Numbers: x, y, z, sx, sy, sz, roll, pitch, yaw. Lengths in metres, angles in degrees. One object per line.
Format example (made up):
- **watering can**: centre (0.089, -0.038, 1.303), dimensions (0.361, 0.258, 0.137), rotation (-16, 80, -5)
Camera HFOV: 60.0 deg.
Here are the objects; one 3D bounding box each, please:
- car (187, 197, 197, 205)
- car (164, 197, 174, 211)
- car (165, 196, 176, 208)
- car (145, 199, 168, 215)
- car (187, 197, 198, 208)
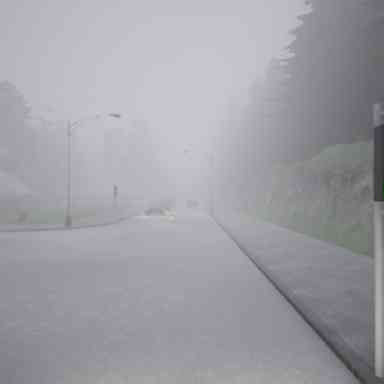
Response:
- **car**: centre (-0.010, 1.974, 72.699), dimensions (2.097, 1.767, 4.553), rotation (0, 0, 0)
- **car**: centre (-4.097, 1.887, 48.053), dimensions (1.882, 1.535, 5.008), rotation (0, 0, 0)
- **car**: centre (-4.049, 1.721, 58.734), dimensions (2.150, 2.045, 5.566), rotation (0, 0, 0)
- **car**: centre (-4.090, 1.848, 37.762), dimensions (1.812, 1.442, 4.674), rotation (0, 0, 0)
- **car**: centre (0.092, 1.983, 59.418), dimensions (1.882, 1.535, 5.008), rotation (0, 0, 0)
